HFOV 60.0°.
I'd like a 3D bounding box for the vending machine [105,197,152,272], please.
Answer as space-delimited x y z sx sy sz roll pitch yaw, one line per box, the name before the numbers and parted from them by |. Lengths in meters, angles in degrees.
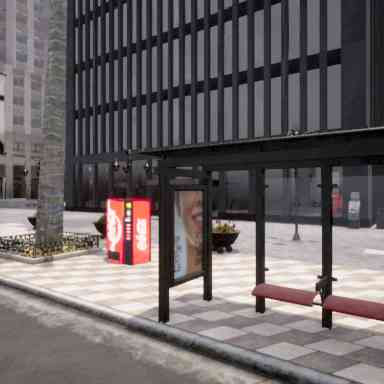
vending machine | -1.909 1.195 10.028 0.880 2.100 1.100 0 0 36
